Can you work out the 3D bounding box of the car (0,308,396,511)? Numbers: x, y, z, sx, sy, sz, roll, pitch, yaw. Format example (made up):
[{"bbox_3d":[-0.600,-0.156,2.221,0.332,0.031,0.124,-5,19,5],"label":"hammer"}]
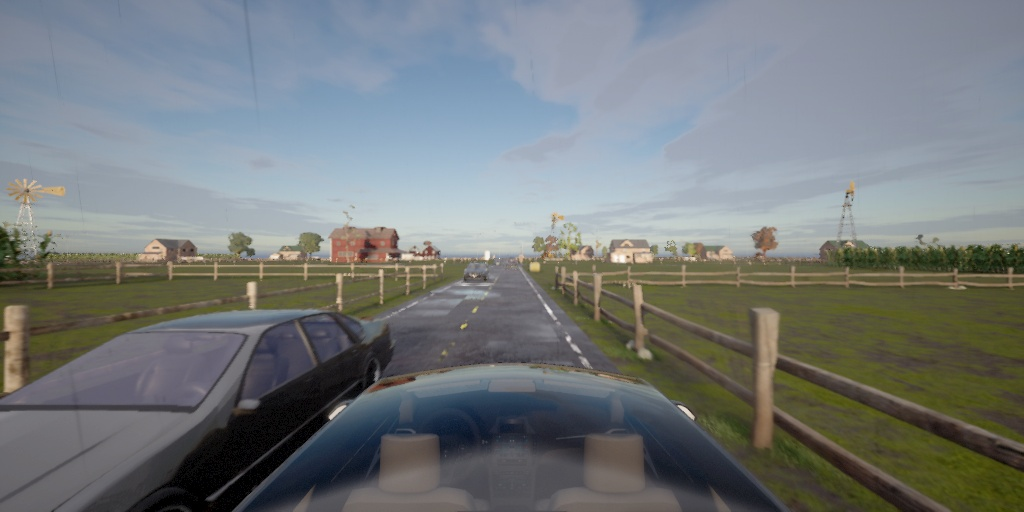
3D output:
[{"bbox_3d":[-2.816,1.300,3.591,2.033,1.411,5.357,0,0,0],"label":"car"}]

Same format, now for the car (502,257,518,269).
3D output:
[{"bbox_3d":[-0.011,1.297,56.614,2.128,1.511,4.902,0,0,0],"label":"car"}]

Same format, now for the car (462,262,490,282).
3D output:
[{"bbox_3d":[-2.850,1.285,29.316,1.837,1.490,4.892,0,0,0],"label":"car"}]

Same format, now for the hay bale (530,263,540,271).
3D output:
[{"bbox_3d":[3.115,1.454,48.776,1.220,1.180,1.240,0,0,0],"label":"hay bale"}]
